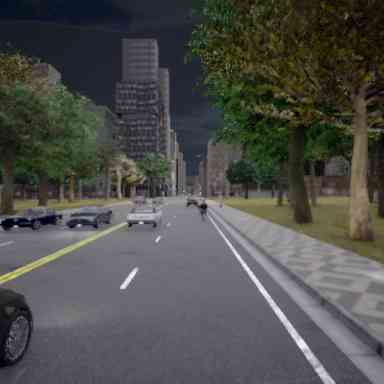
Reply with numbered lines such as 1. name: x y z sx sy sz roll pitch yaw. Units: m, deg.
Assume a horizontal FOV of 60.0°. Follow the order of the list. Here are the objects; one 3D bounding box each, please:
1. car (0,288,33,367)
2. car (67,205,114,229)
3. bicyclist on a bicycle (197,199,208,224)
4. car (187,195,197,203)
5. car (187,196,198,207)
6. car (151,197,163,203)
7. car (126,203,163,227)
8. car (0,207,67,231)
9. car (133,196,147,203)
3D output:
1. car: -3.165 1.528 2.806 1.812 1.442 4.674 0 0 0
2. car: -6.609 1.581 22.137 2.033 1.411 5.357 0 0 0
3. bicyclist on a bicycle: 0.883 1.409 24.366 0.659 1.776 1.843 0 0 0
4. car: -0.031 1.567 73.868 2.097 1.767 4.553 0 0 0
5. car: 0.073 1.635 55.186 1.837 1.490 4.892 0 0 0
6. car: -6.544 1.679 63.385 1.837 1.490 4.892 0 0 0
7. car: -3.160 1.635 22.896 1.895 1.301 4.718 0 0 0
8. car: -9.859 1.631 20.831 1.895 1.301 4.718 0 0 0
9. car: -9.795 1.514 62.658 2.097 1.767 4.553 0 0 0
